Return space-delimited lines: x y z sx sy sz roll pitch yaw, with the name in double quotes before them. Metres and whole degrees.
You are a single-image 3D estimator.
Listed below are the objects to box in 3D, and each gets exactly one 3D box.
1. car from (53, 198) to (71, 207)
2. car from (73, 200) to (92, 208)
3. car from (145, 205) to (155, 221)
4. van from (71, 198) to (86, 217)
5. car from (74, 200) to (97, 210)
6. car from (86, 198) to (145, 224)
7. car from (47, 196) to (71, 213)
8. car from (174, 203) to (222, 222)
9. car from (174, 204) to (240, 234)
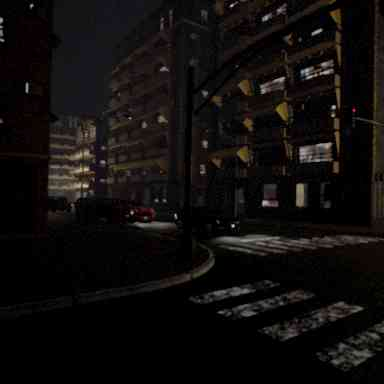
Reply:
"car" -22.808 1.848 58.412 1.837 1.490 4.892 2 -1 -35
"car" -18.810 1.979 57.018 1.802 1.307 4.206 2 -1 -35
"car" -4.924 1.482 28.011 2.097 1.767 4.553 2 -1 -35
"van" -9.147 1.416 29.709 1.690 1.788 3.998 2 -1 -35
"car" -15.357 1.855 47.868 1.994 1.385 4.181 2 -1 -35
"car" -5.928 1.371 25.156 2.192 1.841 5.009 2 -1 -35
"car" -15.583 1.430 38.816 2.192 1.841 5.009 2 -1 -35
"car" 0.402 1.798 29.840 1.752 1.417 4.829 2 -1 -35
"car" 0.800 1.604 19.962 1.837 1.490 4.892 2 -1 -36
